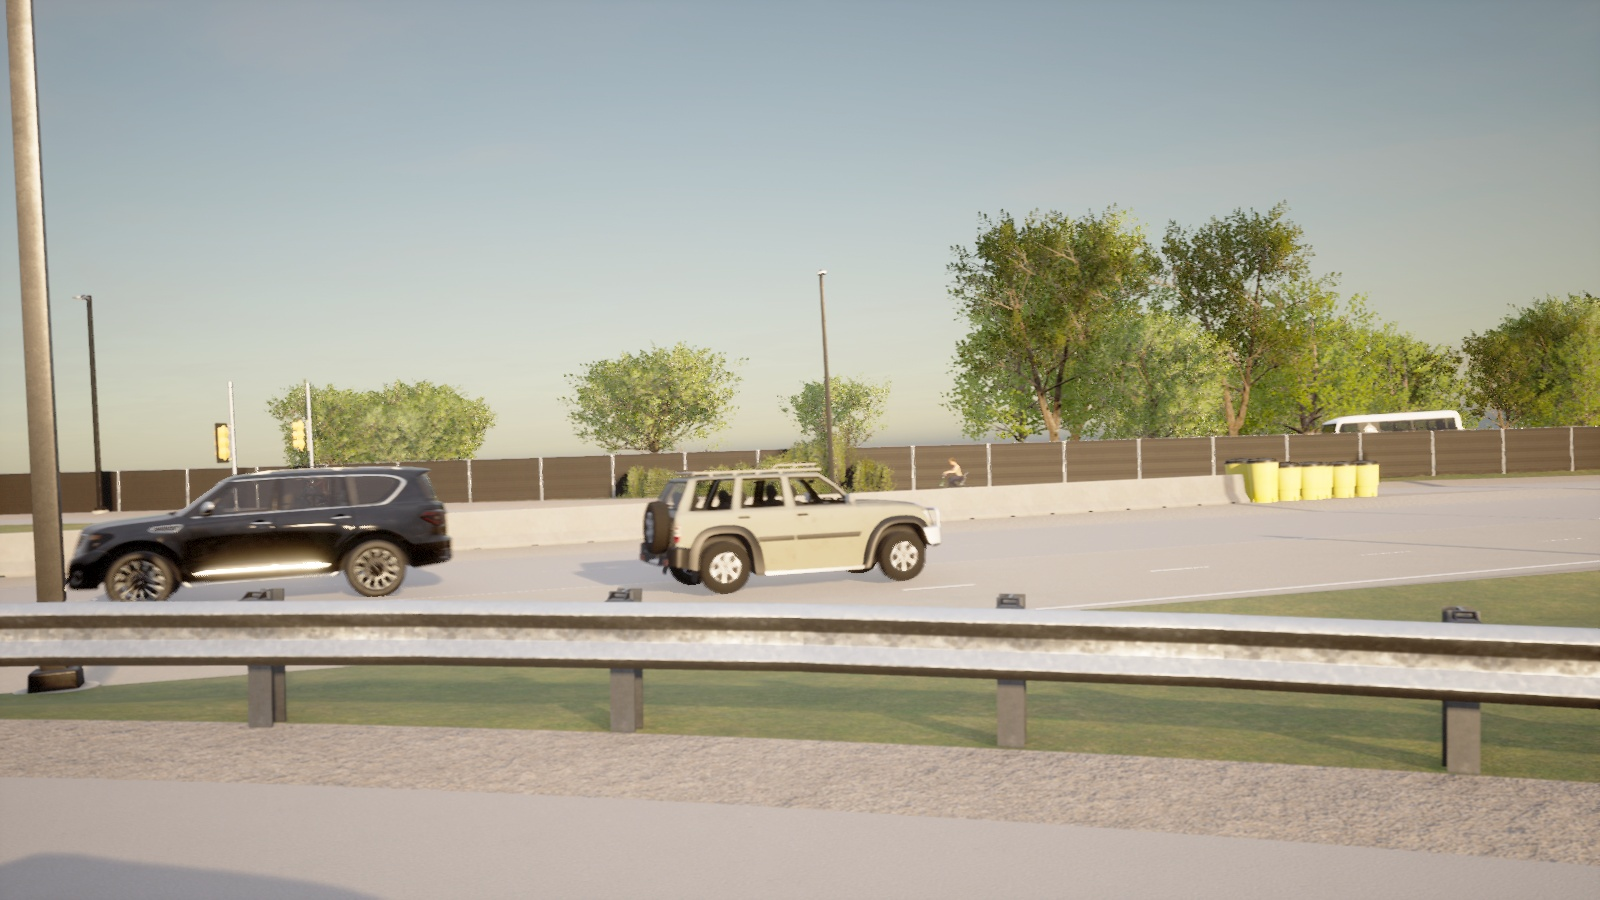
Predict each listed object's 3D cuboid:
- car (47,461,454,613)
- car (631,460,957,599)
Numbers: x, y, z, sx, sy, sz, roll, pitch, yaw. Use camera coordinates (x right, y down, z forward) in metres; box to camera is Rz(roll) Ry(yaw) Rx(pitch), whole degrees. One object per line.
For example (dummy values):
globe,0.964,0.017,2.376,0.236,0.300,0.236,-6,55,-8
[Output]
car,-8.494,1.265,19.883,5.566,2.045,2.150,-1,-1,-21
car,-0.101,1.142,19.424,4.605,1.855,1.932,-1,-1,-21
